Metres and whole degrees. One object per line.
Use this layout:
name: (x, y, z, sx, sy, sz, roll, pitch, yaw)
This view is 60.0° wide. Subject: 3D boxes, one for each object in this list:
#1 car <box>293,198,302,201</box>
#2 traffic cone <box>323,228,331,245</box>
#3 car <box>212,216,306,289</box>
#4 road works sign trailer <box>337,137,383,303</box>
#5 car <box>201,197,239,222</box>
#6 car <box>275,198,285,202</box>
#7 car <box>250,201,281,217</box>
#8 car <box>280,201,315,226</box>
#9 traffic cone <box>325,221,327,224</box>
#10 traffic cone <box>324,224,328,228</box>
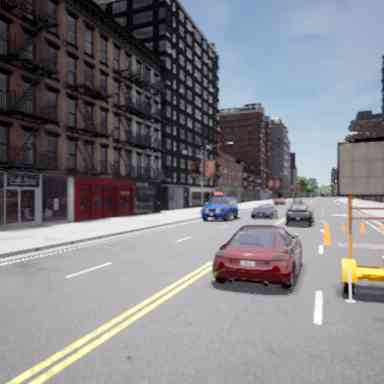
car: (21.923, 1.963, 69.025, 2.128, 1.511, 4.902, -1, -1, 22)
traffic cone: (6.023, 2.043, 14.851, 0.340, 0.580, 0.340, -1, -1, 22)
car: (2.030, 1.635, 9.573, 1.994, 1.385, 4.181, -1, -1, 22)
road works sign trailer: (4.724, 0.500, 7.847, 2.380, 3.560, 2.880, -1, -1, 22)
car: (2.579, 1.463, 29.202, 2.150, 2.045, 5.566, -1, -1, 22)
car: (17.828, 1.944, 67.507, 1.882, 1.535, 5.008, -1, -1, 22)
car: (6.709, 1.790, 30.795, 1.994, 1.385, 4.181, -1, -1, 22)
car: (8.213, 1.656, 25.214, 2.128, 1.511, 4.902, -1, -1, 22)
traffic cone: (7.493, 2.066, 18.571, 0.340, 0.580, 0.340, -1, -1, 22)
traffic cone: (6.758, 2.055, 16.711, 0.340, 0.580, 0.340, -1, -1, 22)
